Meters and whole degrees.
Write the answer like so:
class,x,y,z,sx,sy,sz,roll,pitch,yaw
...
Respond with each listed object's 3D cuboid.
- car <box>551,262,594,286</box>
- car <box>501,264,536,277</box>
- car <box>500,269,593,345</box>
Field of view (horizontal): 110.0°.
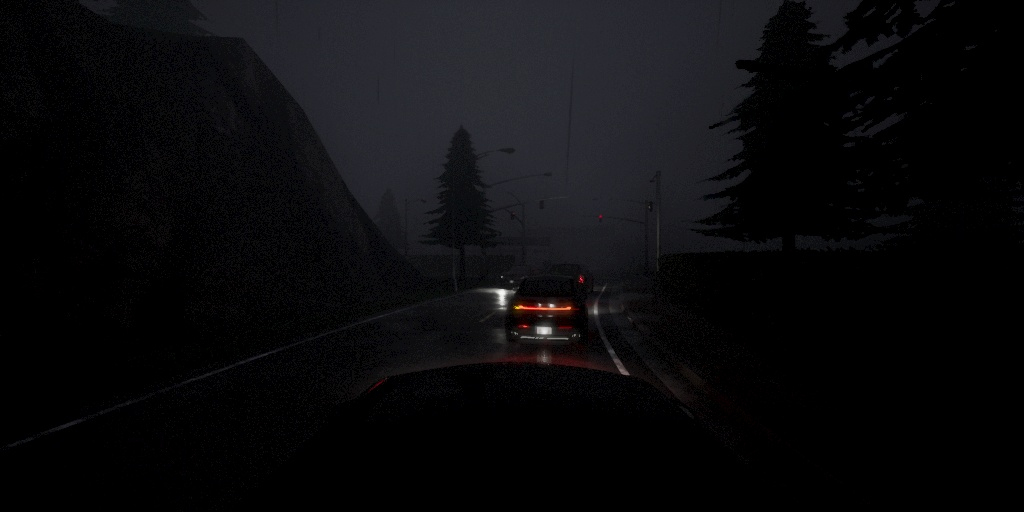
class,x,y,z,sx,sy,sz,roll,pitch,yaw
car,3.019,1.102,18.535,2.097,1.767,4.553,0,0,17
car,0.672,1.276,23.735,1.812,1.442,4.674,0,0,17
car,1.019,1.255,9.614,1.837,1.490,4.892,0,0,9
